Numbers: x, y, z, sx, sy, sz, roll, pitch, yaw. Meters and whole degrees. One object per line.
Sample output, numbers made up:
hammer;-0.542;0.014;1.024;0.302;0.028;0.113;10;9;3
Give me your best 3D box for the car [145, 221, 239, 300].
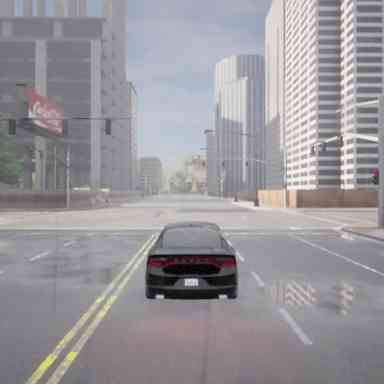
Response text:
car;-0.003;1.475;8.464;1.882;1.535;5.008;0;0;0
